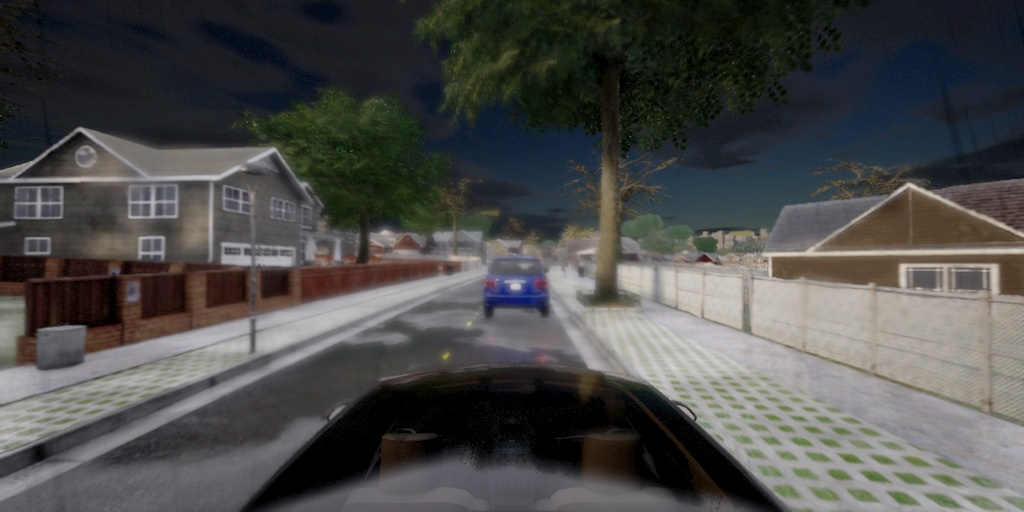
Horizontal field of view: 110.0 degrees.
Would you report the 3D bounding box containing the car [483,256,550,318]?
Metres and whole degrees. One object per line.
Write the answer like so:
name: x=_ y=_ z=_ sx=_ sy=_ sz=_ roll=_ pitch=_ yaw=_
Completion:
car: x=0.228 y=1.011 z=13.425 sx=2.150 sy=2.045 sz=5.566 roll=0 pitch=0 yaw=2
